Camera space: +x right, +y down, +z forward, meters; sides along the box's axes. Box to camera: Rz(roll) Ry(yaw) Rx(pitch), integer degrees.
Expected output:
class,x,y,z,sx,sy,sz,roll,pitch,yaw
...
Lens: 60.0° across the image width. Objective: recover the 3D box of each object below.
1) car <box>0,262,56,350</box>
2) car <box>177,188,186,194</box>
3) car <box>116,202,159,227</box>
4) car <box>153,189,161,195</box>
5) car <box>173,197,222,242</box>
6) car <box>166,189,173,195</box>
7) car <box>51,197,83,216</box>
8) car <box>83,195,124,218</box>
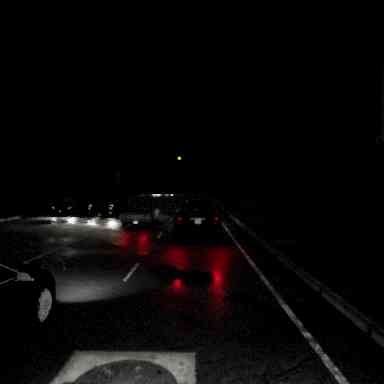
class,x,y,z,sx,sy,sz,roll,pitch,yaw
car,-3.331,1.488,3.990,1.837,1.490,4.892,0,0,0
car,-2.870,-0.128,95.228,1.837,1.490,4.892,0,1,-2
car,-3.185,1.408,21.143,1.895,1.301,4.718,0,1,1
car,-9.847,-0.043,94.280,2.128,1.511,4.902,0,1,-1
car,0.267,1.237,15.981,2.097,1.767,4.553,0,1,1
car,-6.353,-0.092,94.483,1.882,1.535,5.008,0,1,-1
car,-10.254,1.203,28.296,1.812,1.442,4.674,0,1,1
car,-6.780,1.059,26.745,2.097,1.767,4.553,0,1,1
